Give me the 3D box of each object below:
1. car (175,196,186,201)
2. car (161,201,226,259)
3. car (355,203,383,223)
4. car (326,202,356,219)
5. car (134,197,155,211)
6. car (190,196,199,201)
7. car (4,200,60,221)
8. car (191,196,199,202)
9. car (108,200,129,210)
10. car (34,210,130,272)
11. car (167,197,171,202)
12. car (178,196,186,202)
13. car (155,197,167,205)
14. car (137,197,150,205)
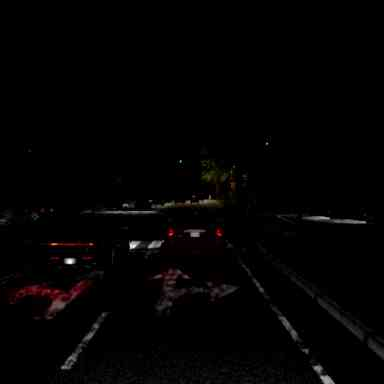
[{"bbox_3d":[-2.676,1.671,73.533,2.097,1.767,4.553,0,0,1],"label":"car"},{"bbox_3d":[0.098,1.417,12.938,2.097,1.767,4.553,0,0,0],"label":"car"},{"bbox_3d":[15.706,1.649,26.291,4.181,1.385,1.994,0,1,3],"label":"car"},{"bbox_3d":[14.236,1.618,29.615,4.181,1.385,1.994,0,1,3],"label":"car"},{"bbox_3d":[-6.505,1.733,44.437,1.812,1.442,4.674,0,0,1],"label":"car"},{"bbox_3d":[0.568,1.816,73.124,1.837,1.490,4.892,0,0,1],"label":"car"},{"bbox_3d":[-13.201,1.482,27.426,4.553,1.767,2.097,0,1,23],"label":"car"},{"bbox_3d":[0.745,1.777,83.541,2.128,1.511,4.902,0,0,1],"label":"car"},{"bbox_3d":[-9.752,1.754,44.507,2.033,1.411,5.357,0,0,1],"label":"car"},{"bbox_3d":[-3.271,1.559,11.055,1.837,1.490,4.892,0,0,-2],"label":"car"},{"bbox_3d":[-5.895,1.787,75.394,2.128,1.511,4.902,0,0,1],"label":"car"},{"bbox_3d":[-2.505,1.729,83.597,1.882,1.535,5.008,0,0,1],"label":"car"},{"bbox_3d":[-6.177,1.799,60.780,1.812,1.442,4.674,0,0,1],"label":"car"},{"bbox_3d":[-9.335,1.792,64.391,1.837,1.490,4.892,0,-1,1],"label":"car"}]
